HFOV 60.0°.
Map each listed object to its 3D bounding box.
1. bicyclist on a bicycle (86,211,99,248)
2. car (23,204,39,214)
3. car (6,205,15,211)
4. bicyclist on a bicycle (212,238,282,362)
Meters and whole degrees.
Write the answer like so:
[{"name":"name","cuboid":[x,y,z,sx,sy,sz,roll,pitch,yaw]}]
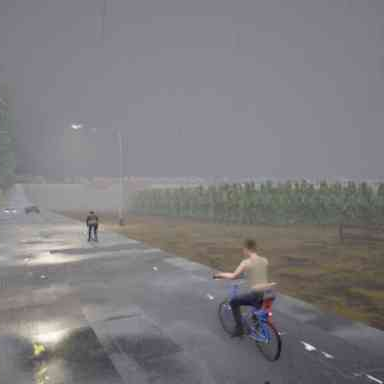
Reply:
[{"name":"bicyclist on a bicycle","cuboid":[-4.500,1.671,15.047,0.582,1.620,1.656,0,-1,-28]},{"name":"car","cuboid":[-26.017,2.748,54.271,1.837,1.490,4.892,0,-3,-28]},{"name":"car","cuboid":[-41.448,3.616,75.983,1.895,1.301,4.718,0,-2,-28]},{"name":"bicyclist on a bicycle","cuboid":[0.799,1.481,4.940,0.866,1.612,1.509,0,0,-28]}]
